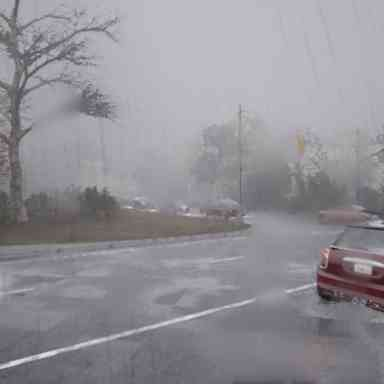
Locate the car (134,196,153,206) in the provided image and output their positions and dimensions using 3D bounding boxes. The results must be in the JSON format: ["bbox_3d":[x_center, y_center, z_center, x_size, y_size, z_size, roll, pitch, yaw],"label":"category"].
[{"bbox_3d":[-8.354,1.514,57.171,2.097,1.767,4.553,0,0,-24],"label":"car"}]

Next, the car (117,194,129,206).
[{"bbox_3d":[-11.638,1.380,56.044,2.150,2.045,5.566,0,1,-24],"label":"car"}]

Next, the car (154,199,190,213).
[{"bbox_3d":[-1.960,1.501,36.712,2.128,1.511,4.902,0,0,-29],"label":"car"}]

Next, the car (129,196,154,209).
[{"bbox_3d":[-6.564,1.416,45.467,2.097,1.767,4.553,0,0,-27],"label":"car"}]

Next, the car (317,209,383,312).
[{"bbox_3d":[4.700,1.348,6.961,4.553,1.767,2.097,0,0,-35],"label":"car"}]

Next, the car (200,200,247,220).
[{"bbox_3d":[2.618,1.590,28.595,1.895,1.301,4.718,0,0,-30],"label":"car"}]

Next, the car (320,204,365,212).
[{"bbox_3d":[10.884,1.552,22.782,1.994,1.385,4.181,0,0,-39],"label":"car"}]
